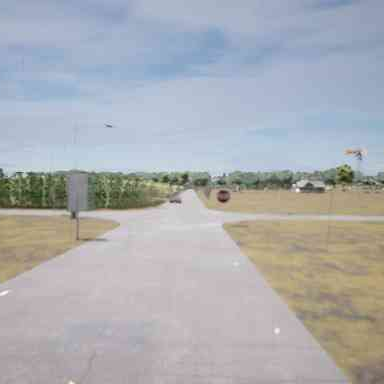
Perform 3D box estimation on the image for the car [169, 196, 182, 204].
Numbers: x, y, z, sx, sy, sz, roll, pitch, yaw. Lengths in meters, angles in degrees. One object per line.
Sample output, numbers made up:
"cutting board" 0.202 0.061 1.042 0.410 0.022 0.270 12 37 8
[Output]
"car" -2.786 1.301 56.615 1.994 1.385 4.181 0 1 0
